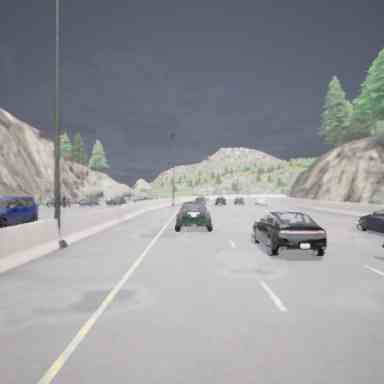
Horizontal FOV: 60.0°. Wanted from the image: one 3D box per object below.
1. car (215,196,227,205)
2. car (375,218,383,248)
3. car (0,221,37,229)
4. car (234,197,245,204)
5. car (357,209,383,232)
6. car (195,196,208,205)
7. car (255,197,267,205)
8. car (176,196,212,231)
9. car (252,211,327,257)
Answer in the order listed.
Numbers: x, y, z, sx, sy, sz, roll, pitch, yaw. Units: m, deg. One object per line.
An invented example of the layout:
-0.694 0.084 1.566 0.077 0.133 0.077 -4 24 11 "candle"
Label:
5.260 1.545 59.913 1.837 1.490 4.892 -1 0 8 "car"
7.101 1.606 8.691 1.895 1.301 4.718 0 0 0 "car"
-10.583 1.234 18.471 2.150 2.045 5.566 0 0 0 "car"
9.075 1.589 63.483 2.033 1.411 5.357 0 0 11 "car"
10.601 1.576 17.721 1.994 1.385 4.181 0 0 0 "car"
1.739 1.545 59.959 1.837 1.490 4.892 -1 0 8 "car"
12.166 1.564 58.689 1.812 1.442 4.674 0 0 8 "car"
0.104 1.365 21.044 2.097 1.767 4.553 0 0 0 "car"
3.602 1.501 13.009 2.128 1.511 4.902 0 0 0 "car"
